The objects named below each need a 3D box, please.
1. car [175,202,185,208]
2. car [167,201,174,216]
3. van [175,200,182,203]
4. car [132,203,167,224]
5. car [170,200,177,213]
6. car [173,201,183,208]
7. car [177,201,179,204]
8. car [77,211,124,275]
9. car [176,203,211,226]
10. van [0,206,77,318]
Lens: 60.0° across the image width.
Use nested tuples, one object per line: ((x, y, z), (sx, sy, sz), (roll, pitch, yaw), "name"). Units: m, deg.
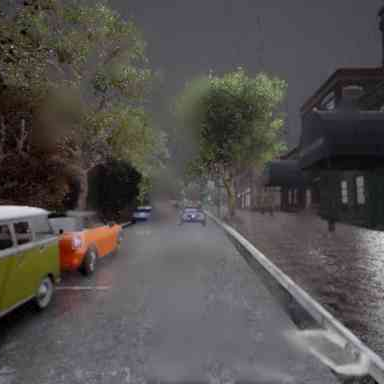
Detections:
((-3.192, 3.361, 89.160), (2.097, 1.535, 5.008), (0, -2, 2), "car")
((-3.651, 2.088, 38.539), (2.097, 1.535, 5.008), (1, -2, 2), "car")
((-3.650, 2.619, 66.507), (1.878, 1.987, 4.442), (1, -1, 2), "van")
((-3.645, 1.805, 27.433), (2.163, 1.488, 4.792), (1, -2, 2), "car")
((-3.660, 2.244, 44.098), (2.097, 1.535, 5.008), (0, -1, 2), "car")
((-3.431, 3.110, 83.461), (2.185, 1.767, 4.553), (-1, -1, 2), "car")
((-3.665, 2.431, 49.701), (2.163, 1.488, 4.792), (0, -1, 2), "car")
((-3.659, 1.366, 10.699), (2.185, 1.767, 4.553), (0, 0, 2), "car")
((0.093, 1.780, 25.181), (2.033, 1.411, 5.357), (0, -2, 0), "car")
((-3.651, 1.260, 5.276), (1.878, 1.987, 4.442), (0, 0, 2), "van")
